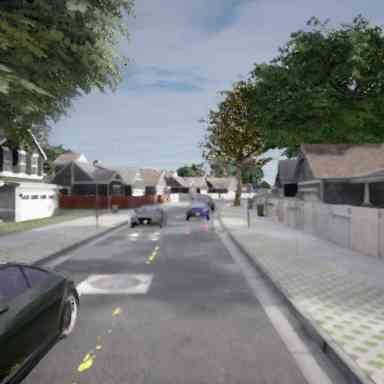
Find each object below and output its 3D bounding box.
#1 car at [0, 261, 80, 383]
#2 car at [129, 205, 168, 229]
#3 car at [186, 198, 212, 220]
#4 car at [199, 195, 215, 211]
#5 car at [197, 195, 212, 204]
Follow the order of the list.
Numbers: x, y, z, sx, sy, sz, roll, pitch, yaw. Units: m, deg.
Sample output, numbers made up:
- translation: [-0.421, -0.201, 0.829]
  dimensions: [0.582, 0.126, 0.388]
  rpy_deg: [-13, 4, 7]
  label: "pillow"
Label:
- translation: [-2.836, 1.558, 3.765]
  dimensions: [1.994, 1.385, 4.181]
  rpy_deg: [0, 0, 0]
  label: "car"
- translation: [-2.672, 1.526, 21.295]
  dimensions: [1.994, 1.385, 4.181]
  rpy_deg: [0, 0, 2]
  label: "car"
- translation: [0.544, 1.474, 27.303]
  dimensions: [1.812, 1.442, 4.674]
  rpy_deg: [0, 0, 3]
  label: "car"
- translation: [1.687, 1.267, 40.004]
  dimensions: [2.097, 1.767, 4.553]
  rpy_deg: [0, 0, 7]
  label: "car"
- translation: [2.370, 1.348, 61.352]
  dimensions: [1.882, 1.535, 5.008]
  rpy_deg: [0, 0, 13]
  label: "car"
